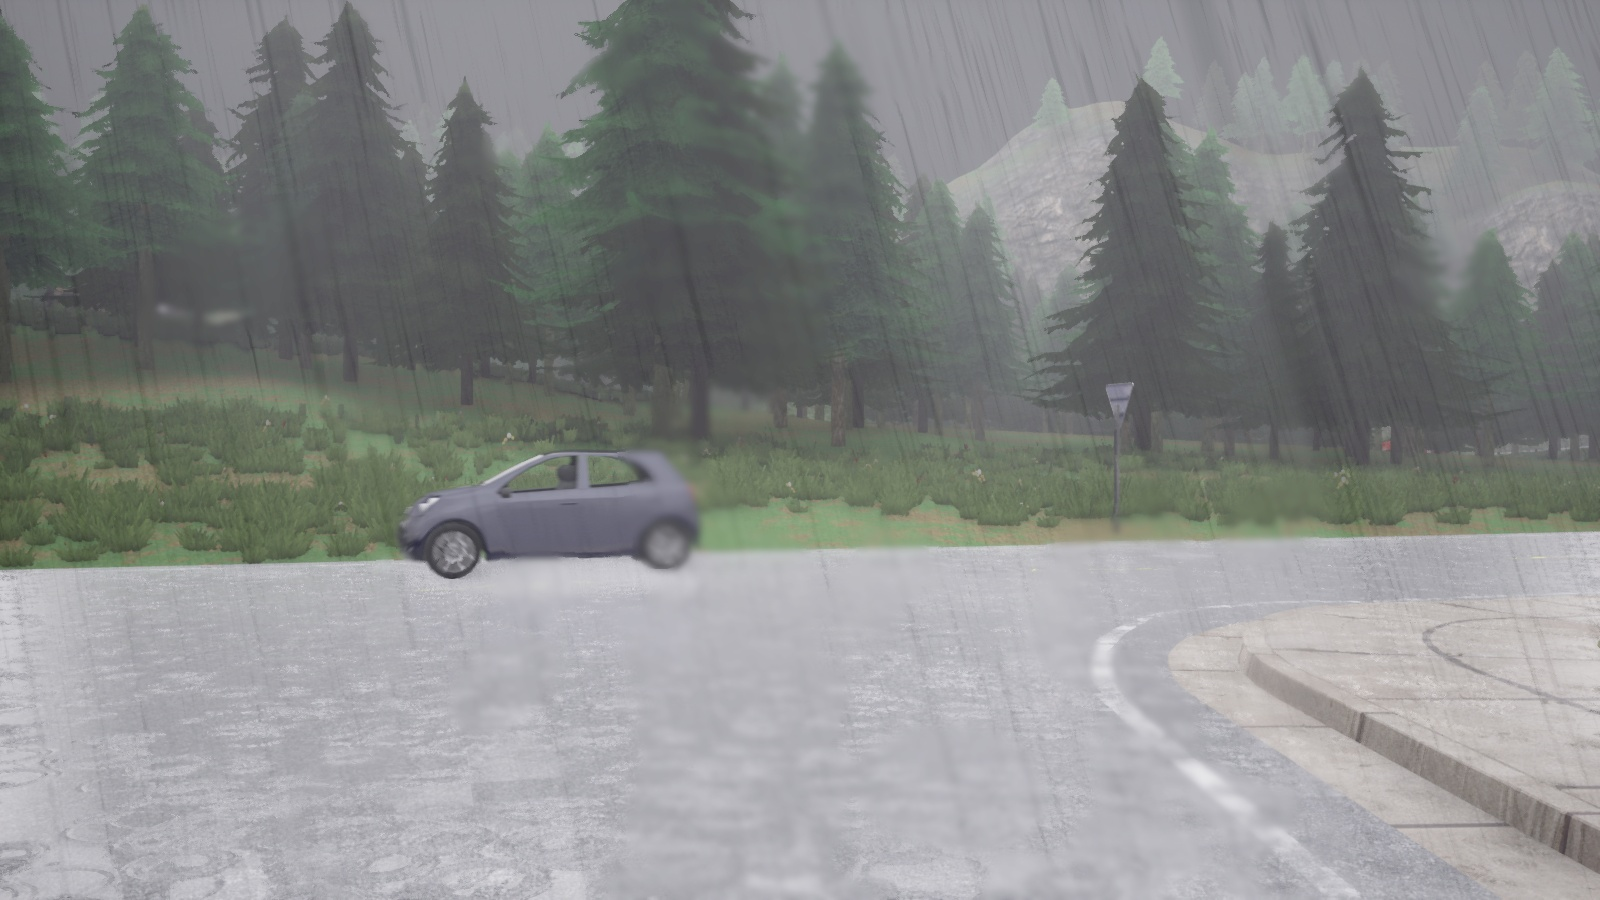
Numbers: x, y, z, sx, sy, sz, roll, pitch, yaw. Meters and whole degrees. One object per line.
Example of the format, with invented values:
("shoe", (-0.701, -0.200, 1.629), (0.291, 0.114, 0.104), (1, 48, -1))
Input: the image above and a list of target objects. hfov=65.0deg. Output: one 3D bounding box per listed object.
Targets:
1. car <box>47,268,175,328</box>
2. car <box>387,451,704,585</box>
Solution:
("car", (-29.676, -6.487, 54.139), (4.605, 1.855, 1.932), (4, -2, -34))
("car", (-3.170, 0.770, 15.579), (3.633, 1.501, 1.845), (0, 0, -16))
